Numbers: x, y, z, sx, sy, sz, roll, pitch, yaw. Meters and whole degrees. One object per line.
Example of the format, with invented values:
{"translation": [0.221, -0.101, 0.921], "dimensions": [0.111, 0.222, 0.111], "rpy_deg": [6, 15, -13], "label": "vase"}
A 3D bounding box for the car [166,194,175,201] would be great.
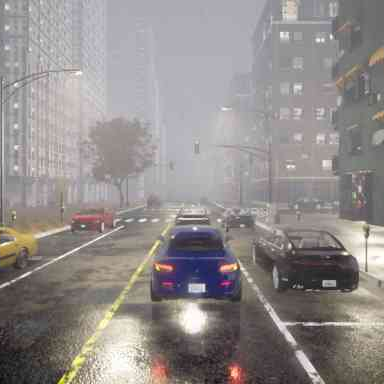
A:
{"translation": [-5.868, 1.410, 90.768], "dimensions": [2.192, 1.841, 5.009], "rpy_deg": [0, 0, 0], "label": "car"}

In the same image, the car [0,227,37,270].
{"translation": [-5.704, 1.526, 8.484], "dimensions": [1.752, 1.417, 4.829], "rpy_deg": [0, 0, 0], "label": "car"}

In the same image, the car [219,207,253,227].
{"translation": [2.654, 1.555, 19.736], "dimensions": [2.008, 1.369, 4.403], "rpy_deg": [0, 0, 0], "label": "car"}

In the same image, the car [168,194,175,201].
{"translation": [-5.857, 1.649, 85.246], "dimensions": [1.947, 1.339, 4.313], "rpy_deg": [0, 0, 0], "label": "car"}

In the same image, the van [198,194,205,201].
{"translation": [2.524, 1.425, 85.262], "dimensions": [1.690, 1.788, 3.998], "rpy_deg": [0, 0, 0], "label": "van"}

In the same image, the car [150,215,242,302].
{"translation": [0.078, 1.526, 8.149], "dimensions": [1.812, 1.442, 4.674], "rpy_deg": [0, 0, 0], "label": "car"}

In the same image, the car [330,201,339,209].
{"translation": [18.749, 1.259, 39.229], "dimensions": [4.829, 1.417, 1.752], "rpy_deg": [-1, 1, -1], "label": "car"}

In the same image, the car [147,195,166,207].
{"translation": [-5.792, 1.349, 52.108], "dimensions": [2.192, 1.841, 5.009], "rpy_deg": [0, 0, 0], "label": "car"}

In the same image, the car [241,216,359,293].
{"translation": [2.676, 1.552, 8.670], "dimensions": [2.008, 1.369, 4.403], "rpy_deg": [0, 0, 0], "label": "car"}

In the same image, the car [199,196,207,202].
{"translation": [2.535, 1.599, 79.908], "dimensions": [1.752, 1.417, 4.829], "rpy_deg": [0, 0, 0], "label": "car"}

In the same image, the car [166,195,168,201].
{"translation": [-5.802, 1.607, 57.631], "dimensions": [1.947, 1.339, 4.313], "rpy_deg": [0, 0, 0], "label": "car"}

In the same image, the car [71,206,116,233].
{"translation": [-5.726, 1.549, 19.720], "dimensions": [1.887, 1.381, 4.507], "rpy_deg": [0, 0, 0], "label": "car"}

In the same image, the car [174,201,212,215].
{"translation": [0.045, 1.495, 18.252], "dimensions": [2.128, 1.511, 4.902], "rpy_deg": [0, 0, 0], "label": "car"}

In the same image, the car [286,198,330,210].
{"translation": [13.352, 1.359, 39.164], "dimensions": [4.403, 1.369, 2.008], "rpy_deg": [-1, 1, -1], "label": "car"}

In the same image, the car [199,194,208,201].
{"translation": [2.546, 1.630, 74.216], "dimensions": [1.947, 1.339, 4.313], "rpy_deg": [0, 0, 0], "label": "car"}
